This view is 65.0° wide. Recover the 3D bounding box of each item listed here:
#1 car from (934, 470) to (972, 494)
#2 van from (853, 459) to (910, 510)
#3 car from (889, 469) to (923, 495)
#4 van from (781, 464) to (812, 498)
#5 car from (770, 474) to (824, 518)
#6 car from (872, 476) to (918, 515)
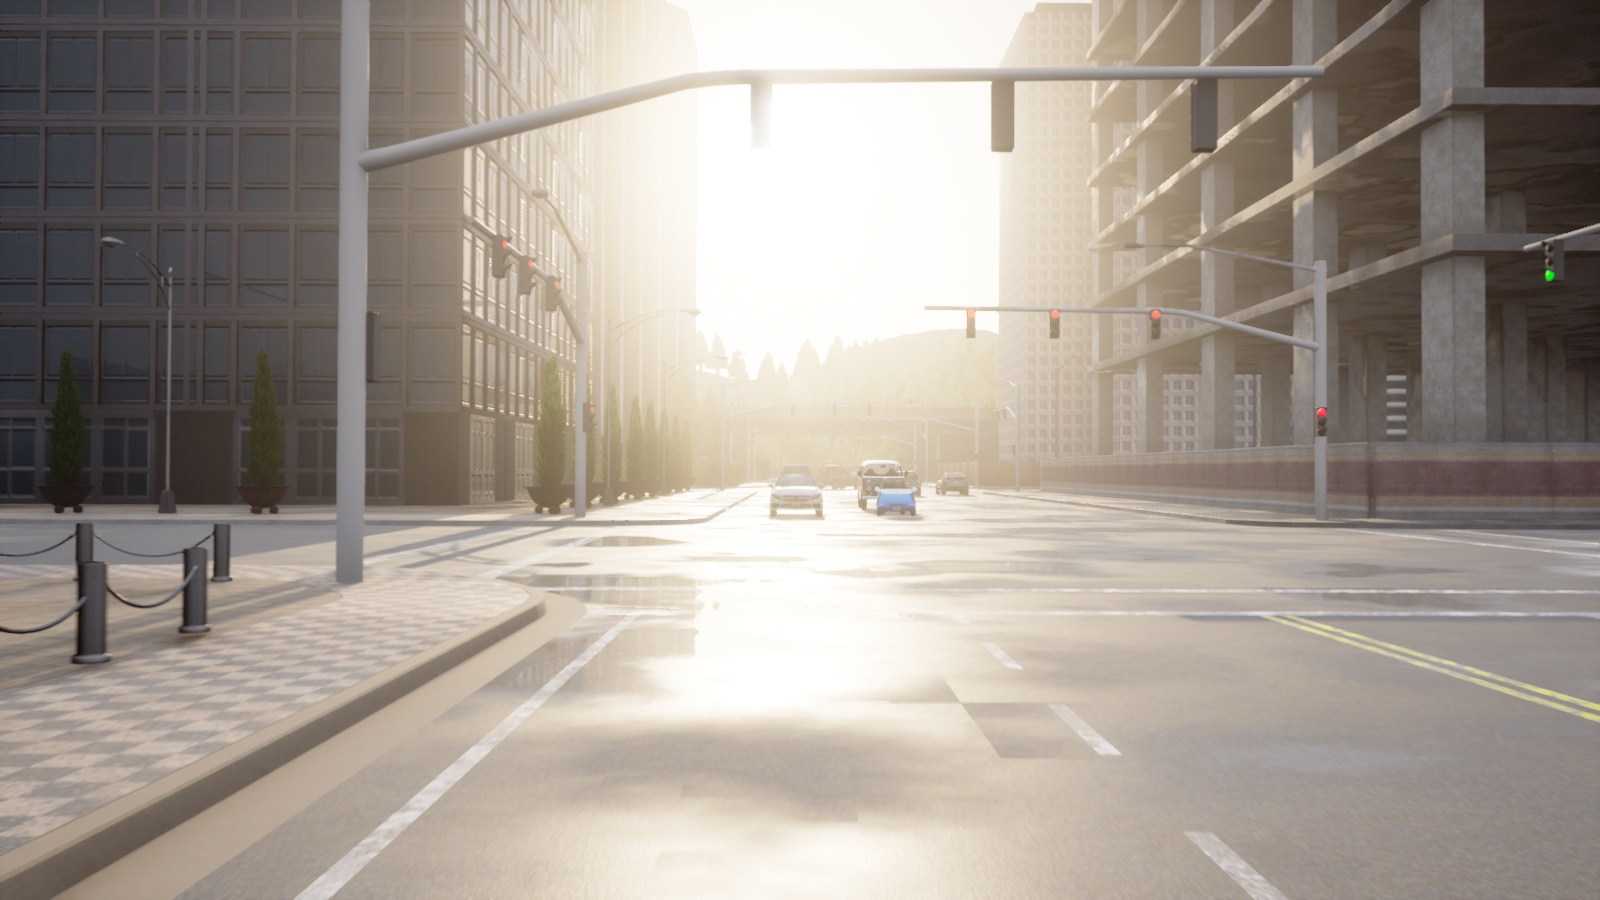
[{"bbox_3d":[10.267,2.137,84.591,2.007,1.525,4.514,0,-1,0],"label":"car"},{"bbox_3d":[3.354,1.402,52.406,2.069,2.038,4.480,0,-1,0],"label":"van"},{"bbox_3d":[6.777,2.038,80.794,1.851,1.617,3.988,0,-1,0],"label":"car"},{"bbox_3d":[-0.207,1.825,75.054,1.775,1.987,4.442,0,-1,0],"label":"van"},{"bbox_3d":[-0.123,1.588,44.602,1.812,1.442,4.674,0,-1,0],"label":"car"},{"bbox_3d":[3.376,1.606,44.813,1.481,1.376,2.207,0,-1,0],"label":"car"}]
